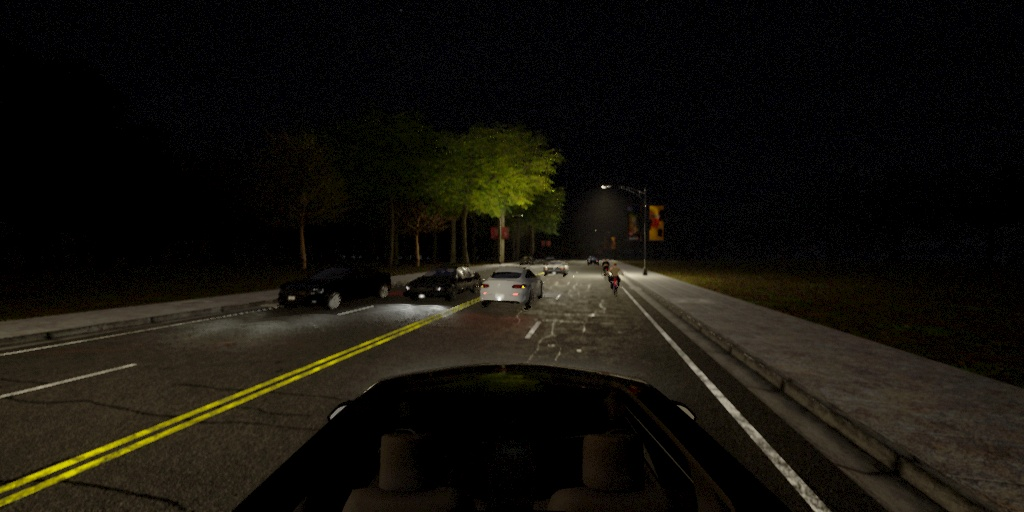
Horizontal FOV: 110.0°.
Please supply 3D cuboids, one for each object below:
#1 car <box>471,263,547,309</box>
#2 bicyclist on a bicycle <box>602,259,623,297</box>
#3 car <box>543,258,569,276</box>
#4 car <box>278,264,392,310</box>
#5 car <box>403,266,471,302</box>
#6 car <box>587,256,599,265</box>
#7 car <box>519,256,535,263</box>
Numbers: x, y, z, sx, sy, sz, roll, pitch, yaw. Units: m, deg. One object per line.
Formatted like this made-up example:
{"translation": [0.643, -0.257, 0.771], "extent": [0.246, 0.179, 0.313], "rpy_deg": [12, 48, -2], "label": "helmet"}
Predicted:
{"translation": [0.091, 1.165, 14.301], "extent": [1.812, 1.442, 4.674], "rpy_deg": [0, 1, 13], "label": "car"}
{"translation": [4.805, 1.063, 16.787], "extent": [0.866, 1.612, 1.509], "rpy_deg": [0, 0, 12], "label": "bicyclist on a bicycle"}
{"translation": [3.986, 1.094, 31.882], "extent": [1.895, 1.301, 4.718], "rpy_deg": [0, 1, 12], "label": "car"}
{"translation": [-6.770, 1.103, 14.316], "extent": [1.882, 1.535, 5.008], "rpy_deg": [0, 1, 13], "label": "car"}
{"translation": [-2.938, 1.160, 16.579], "extent": [2.033, 1.411, 5.357], "rpy_deg": [0, 1, 13], "label": "car"}
{"translation": [13.529, 0.887, 59.832], "extent": [1.895, 1.301, 4.718], "rpy_deg": [0, 0, 13], "label": "car"}
{"translation": [2.335, 0.800, 55.253], "extent": [1.837, 1.490, 4.892], "rpy_deg": [0, 1, 13], "label": "car"}
